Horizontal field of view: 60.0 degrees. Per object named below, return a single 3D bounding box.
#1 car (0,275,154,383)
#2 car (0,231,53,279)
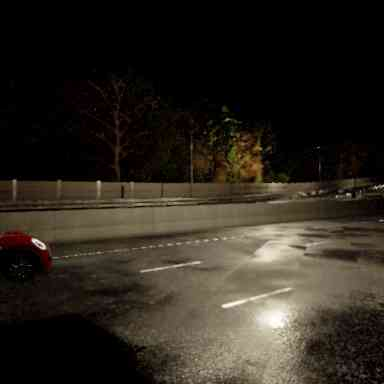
[{"bbox_3d":[-2.537,1.606,1.939,4.718,1.301,1.895,0,0,-36],"label":"car"},{"bbox_3d":[-5.914,1.353,8.128,4.553,1.767,2.097,0,0,-36],"label":"car"}]
